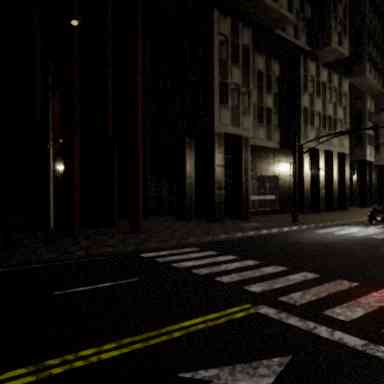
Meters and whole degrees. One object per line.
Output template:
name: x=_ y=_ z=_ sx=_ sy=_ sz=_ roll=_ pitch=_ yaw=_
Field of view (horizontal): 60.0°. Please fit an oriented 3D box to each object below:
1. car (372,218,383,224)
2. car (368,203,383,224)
car: x=6.981 y=1.470 z=8.853 sx=5.008 sy=1.535 sz=1.882 roll=-1 pitch=0 yaw=-38
car: x=14.281 y=1.482 z=23.698 sx=4.902 sy=1.511 sz=2.128 roll=0 pitch=0 yaw=-40
